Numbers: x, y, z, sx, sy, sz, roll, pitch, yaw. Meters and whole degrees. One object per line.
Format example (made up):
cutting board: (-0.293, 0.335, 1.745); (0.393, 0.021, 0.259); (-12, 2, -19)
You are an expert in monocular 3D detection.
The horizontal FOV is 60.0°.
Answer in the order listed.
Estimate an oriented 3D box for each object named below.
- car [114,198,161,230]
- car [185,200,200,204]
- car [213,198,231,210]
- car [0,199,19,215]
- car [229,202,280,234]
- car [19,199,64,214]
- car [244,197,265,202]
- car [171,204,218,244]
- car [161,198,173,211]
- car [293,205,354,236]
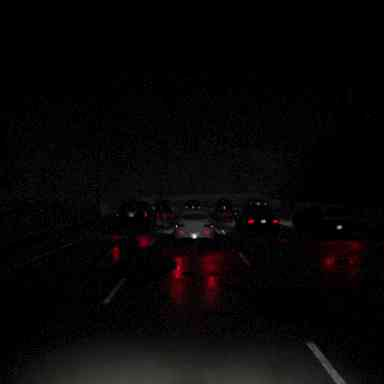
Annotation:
car: (-3.402, 1.333, 20.805); (2.097, 1.767, 4.553); (0, 0, 0)
car: (0.097, 1.518, 34.247); (2.033, 1.411, 5.357); (0, 0, 0)
car: (3.597, 1.471, 39.403); (1.837, 1.490, 4.892); (0, 0, 0)
car: (-17.593, 1.464, 32.792); (2.128, 1.511, 4.902); (0, 0, 0)
car: (3.598, 1.530, 19.250); (2.033, 1.411, 5.357); (0, 0, 0)
car: (-14.100, 1.520, 32.162); (2.033, 1.411, 5.357); (0, 0, 0)
car: (7.098, 1.319, 37.745); (2.097, 1.767, 4.553); (0, 0, 0)
car: (0.099, 1.512, 15.544); (1.812, 1.442, 4.674); (0, 0, 0)
car: (-3.402, 1.458, 39.337); (2.128, 1.511, 4.902); (0, 0, 0)
car: (7.099, 1.477, 18.423); (2.128, 1.511, 4.902); (0, 0, 0)
